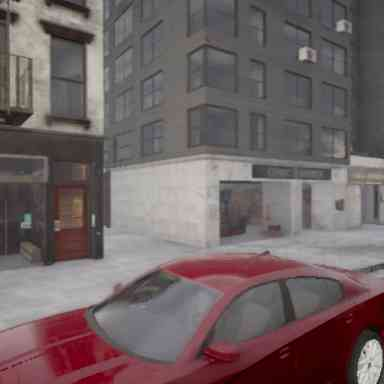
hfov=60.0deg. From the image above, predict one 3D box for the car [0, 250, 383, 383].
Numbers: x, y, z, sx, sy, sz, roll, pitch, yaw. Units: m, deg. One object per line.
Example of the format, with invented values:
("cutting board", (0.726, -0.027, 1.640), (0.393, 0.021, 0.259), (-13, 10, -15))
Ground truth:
("car", (0.230, 1.472, 3.544), (5.008, 1.535, 1.882), (0, 0, -36))
